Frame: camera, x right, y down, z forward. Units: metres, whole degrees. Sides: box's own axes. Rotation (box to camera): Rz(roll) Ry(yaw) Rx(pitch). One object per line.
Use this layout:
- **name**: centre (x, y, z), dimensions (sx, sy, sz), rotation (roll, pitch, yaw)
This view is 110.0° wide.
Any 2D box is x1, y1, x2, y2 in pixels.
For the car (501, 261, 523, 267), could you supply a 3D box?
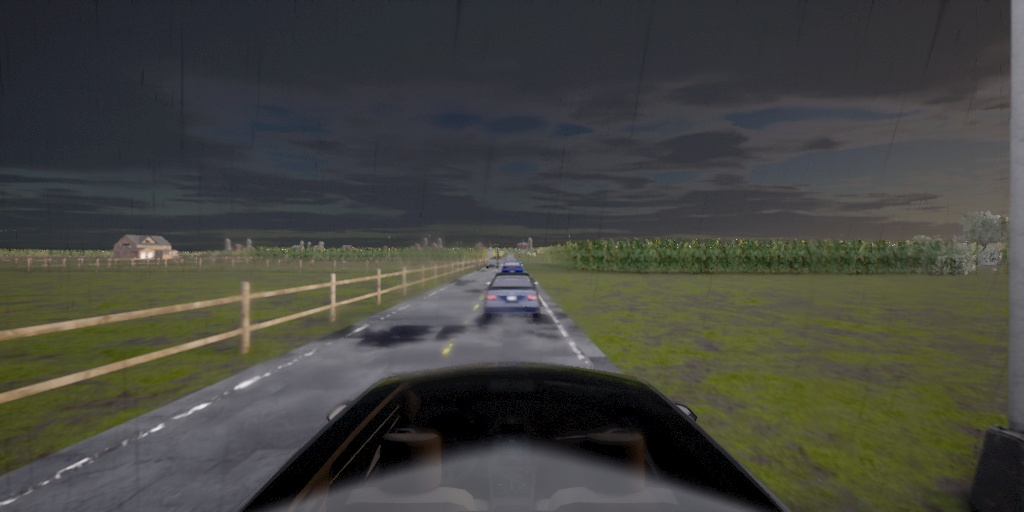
- **car**: centre (0.024, 1.202, 33.299), dimensions (1.882, 1.535, 5.008), rotation (0, 0, 0)

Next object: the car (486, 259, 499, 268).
- **car**: centre (-2.917, 1.187, 53.774), dimensions (1.837, 1.490, 4.892), rotation (0, 1, 0)

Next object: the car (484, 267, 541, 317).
- **car**: centre (0.024, 1.292, 13.045), dimensions (2.033, 1.411, 5.357), rotation (0, 0, 0)
